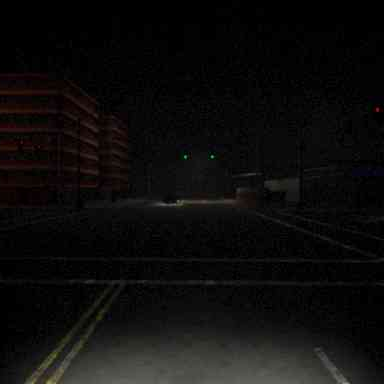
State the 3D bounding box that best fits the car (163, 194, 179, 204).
[{"bbox_3d":[-3.562,1.092,53.373,1.837,1.490,4.892,0,0,0],"label":"car"}]
